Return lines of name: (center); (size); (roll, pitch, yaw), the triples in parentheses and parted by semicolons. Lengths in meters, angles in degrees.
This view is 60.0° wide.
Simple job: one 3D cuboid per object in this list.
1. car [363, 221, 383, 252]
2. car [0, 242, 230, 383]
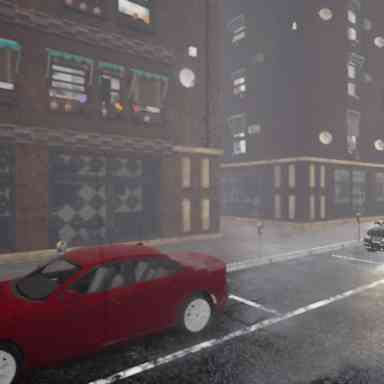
car: (7.734, 1.384, 11.685); (4.403, 1.369, 2.008); (-1, 1, -36)
car: (-1.449, 1.523, 5.030); (4.507, 1.381, 1.887); (-1, 1, -36)
